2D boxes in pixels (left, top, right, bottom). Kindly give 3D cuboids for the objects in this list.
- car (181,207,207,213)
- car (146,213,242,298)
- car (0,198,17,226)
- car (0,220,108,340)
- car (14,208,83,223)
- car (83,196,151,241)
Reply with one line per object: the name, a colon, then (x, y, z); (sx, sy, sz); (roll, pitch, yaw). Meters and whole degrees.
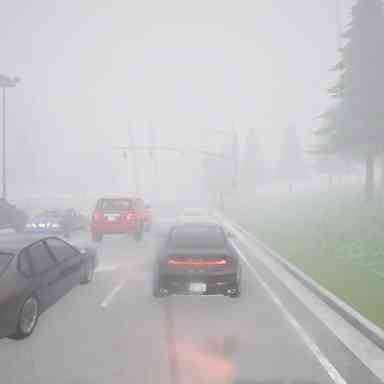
car: (0.111, 1.526, 17.598); (1.812, 1.442, 4.674); (0, 0, 0)
car: (0.106, 1.505, 8.521); (1.837, 1.490, 4.892); (0, 0, 0)
car: (-10.390, 1.221, 16.558); (2.150, 2.045, 5.566); (0, 0, 0)
car: (-3.398, 1.547, 6.467); (2.033, 1.411, 5.357); (0, 0, 0)
car: (-6.856, 1.547, 17.448); (2.033, 1.411, 5.357); (0, 0, -2)
car: (-3.388, 1.221, 16.715); (2.150, 2.045, 5.566); (0, 0, 0)
